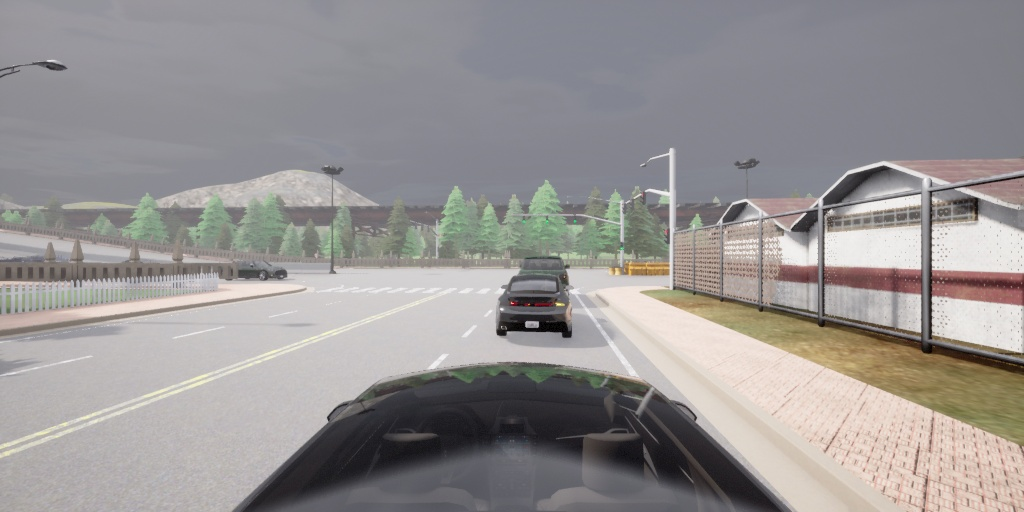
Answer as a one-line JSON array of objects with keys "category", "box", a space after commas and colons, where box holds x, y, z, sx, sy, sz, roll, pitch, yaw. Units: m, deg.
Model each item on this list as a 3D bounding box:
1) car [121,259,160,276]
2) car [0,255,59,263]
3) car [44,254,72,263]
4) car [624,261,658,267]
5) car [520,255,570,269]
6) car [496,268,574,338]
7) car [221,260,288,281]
[{"category": "car", "box": [-30.602, 1.256, 30.435, 5.357, 1.411, 2.033, 1, 0, 4]}, {"category": "car", "box": [-43.299, 0.752, 31.342, 4.718, 1.301, 1.895, 4, 0, 4]}, {"category": "car", "box": [-44.662, 0.580, 34.954, 5.357, 1.411, 2.033, 4, 0, 4]}, {"category": "car", "box": [15.737, 1.351, 41.492, 4.718, 1.301, 1.895, 0, 0, 4]}, {"category": "car", "box": [1.503, 0.973, 16.727, 2.150, 2.045, 5.566, 0, 0, 7]}, {"category": "car", "box": [0.695, 1.255, 10.264, 1.837, 1.490, 4.892, 0, 0, 6]}, {"category": "car", "box": [-21.182, 1.101, 29.727, 4.553, 1.767, 2.097, 0, 0, 6]}]
